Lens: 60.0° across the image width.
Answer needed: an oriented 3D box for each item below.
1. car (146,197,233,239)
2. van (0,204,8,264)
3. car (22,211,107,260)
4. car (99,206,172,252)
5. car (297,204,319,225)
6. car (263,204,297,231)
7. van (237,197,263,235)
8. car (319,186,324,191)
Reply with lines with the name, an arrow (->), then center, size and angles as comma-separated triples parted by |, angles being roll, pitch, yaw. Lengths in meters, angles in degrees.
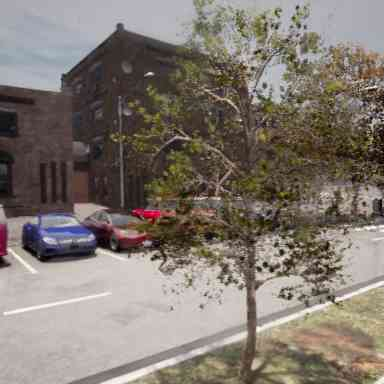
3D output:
car -> -0.975, 1.223, 15.968 | 2.435, 2.045, 5.566 | 0, 0, -38
van -> -7.453, 1.270, 11.183 | 1.878, 1.987, 4.442 | 0, 0, -36
car -> -5.200, 1.530, 12.700 | 2.002, 1.452, 4.674 | 0, 0, -36
car -> -3.097, 1.513, 14.254 | 2.163, 1.488, 4.792 | 0, 0, -37
car -> 5.556, 1.432, 21.022 | 2.231, 1.521, 4.892 | 0, 0, -38
car -> 3.359, 1.321, 19.357 | 2.185, 1.767, 4.553 | 0, 0, -38
van -> 1.276, 1.234, 17.546 | 1.878, 1.987, 4.442 | 0, 0, -38
car -> 31.401, -1.129, 82.724 | 2.097, 1.535, 5.008 | 5, 5, 38
